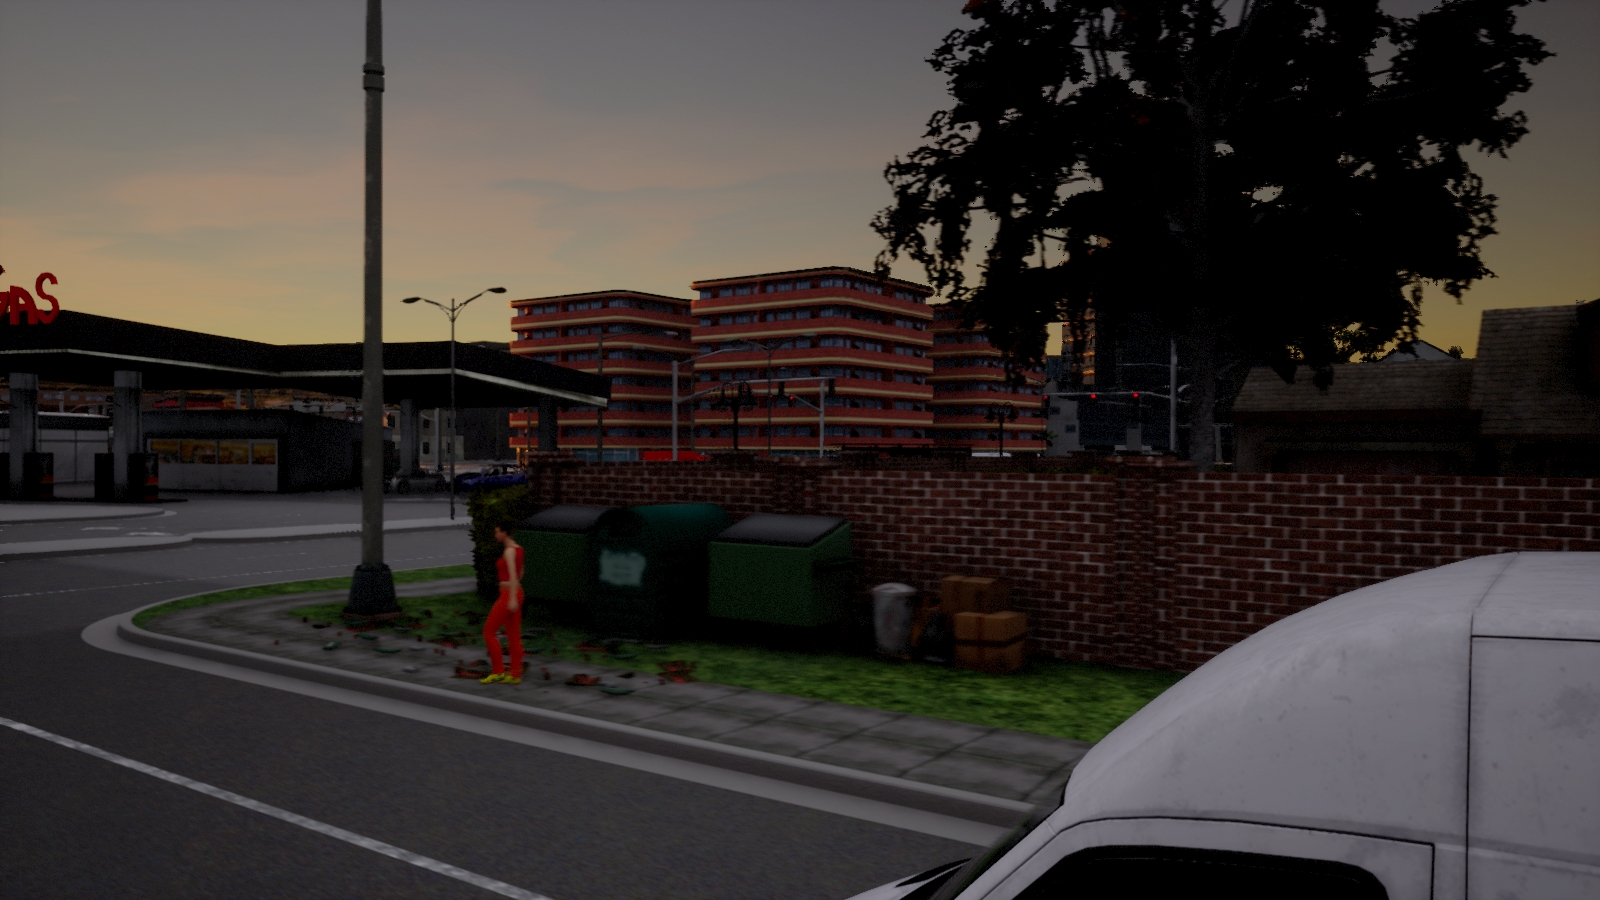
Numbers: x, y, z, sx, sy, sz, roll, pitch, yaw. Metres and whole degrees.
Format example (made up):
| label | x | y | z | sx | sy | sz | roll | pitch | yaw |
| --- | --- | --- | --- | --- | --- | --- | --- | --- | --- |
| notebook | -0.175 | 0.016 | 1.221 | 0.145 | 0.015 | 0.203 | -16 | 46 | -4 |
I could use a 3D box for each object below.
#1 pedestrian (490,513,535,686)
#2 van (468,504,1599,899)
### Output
| label | x | y | z | sx | sy | sz | roll | pitch | yaw |
| --- | --- | --- | --- | --- | --- | --- | --- | --- | --- |
| pedestrian | -3.185 | 1.645 | 12.662 | 0.375 | 1.860 | 0.375 | 0 | 0 | 4 |
| van | 2.058 | 1.518 | 2.339 | 5.915 | 2.561 | 1.988 | 0 | 0 | 35 |
